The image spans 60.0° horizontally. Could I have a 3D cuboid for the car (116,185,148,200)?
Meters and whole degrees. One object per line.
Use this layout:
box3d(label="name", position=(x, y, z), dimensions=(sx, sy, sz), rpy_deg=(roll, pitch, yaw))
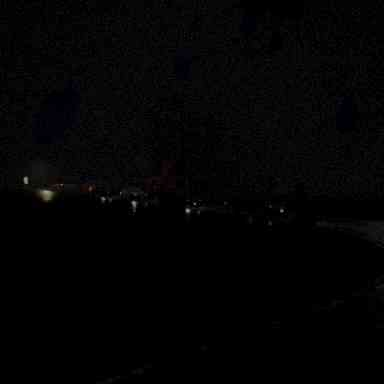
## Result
box3d(label="car", position=(-6.951, 0.183, 39.373), dimensions=(1.812, 1.442, 4.674), rpy_deg=(0, 2, -35))

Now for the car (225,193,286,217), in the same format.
box3d(label="car", position=(4.390, 0.863, 23.500), dimensions=(2.128, 1.511, 4.902), rpy_deg=(0, 2, -36))

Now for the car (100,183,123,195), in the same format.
box3d(label="car", position=(-12.784, -0.493, 52.596), dimensions=(2.097, 1.767, 4.553), rpy_deg=(0, 2, -36))

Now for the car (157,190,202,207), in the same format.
box3d(label="car", position=(-1.278, 0.558, 31.431), dimensions=(2.033, 1.411, 5.357), rpy_deg=(0, 2, -36))

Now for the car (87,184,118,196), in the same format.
box3d(label="car", position=(-12.958, -0.220, 47.865), dimensions=(2.128, 1.511, 4.902), rpy_deg=(0, 2, -34))

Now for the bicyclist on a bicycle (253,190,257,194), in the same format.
box3d(label="bicyclist on a bicycle", position=(5.959, 0.617, 31.598), dimensions=(1.656, 1.620, 0.582), rpy_deg=(0, 2, -36))

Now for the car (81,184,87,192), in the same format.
box3d(label="car", position=(-18.715, -0.705, 60.882), dimensions=(1.882, 1.535, 5.008), rpy_deg=(0, 2, -36))
